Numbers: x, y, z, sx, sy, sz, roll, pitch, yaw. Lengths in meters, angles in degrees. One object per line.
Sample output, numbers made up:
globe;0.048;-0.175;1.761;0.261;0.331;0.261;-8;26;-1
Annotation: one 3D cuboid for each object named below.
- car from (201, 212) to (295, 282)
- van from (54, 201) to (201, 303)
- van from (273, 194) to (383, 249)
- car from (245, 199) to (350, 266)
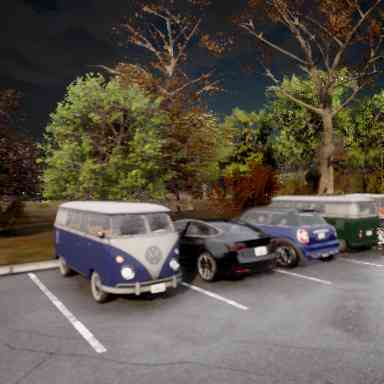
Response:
car;0.290;1.461;9.840;2.163;1.488;4.792;-1;0;-36
van;-1.925;1.232;8.074;1.878;1.987;4.442;-1;0;-35
van;4.832;1.151;13.188;1.878;1.987;4.442;-1;0;-36
car;2.521;1.280;11.355;2.185;1.767;4.553;-1;0;-36
